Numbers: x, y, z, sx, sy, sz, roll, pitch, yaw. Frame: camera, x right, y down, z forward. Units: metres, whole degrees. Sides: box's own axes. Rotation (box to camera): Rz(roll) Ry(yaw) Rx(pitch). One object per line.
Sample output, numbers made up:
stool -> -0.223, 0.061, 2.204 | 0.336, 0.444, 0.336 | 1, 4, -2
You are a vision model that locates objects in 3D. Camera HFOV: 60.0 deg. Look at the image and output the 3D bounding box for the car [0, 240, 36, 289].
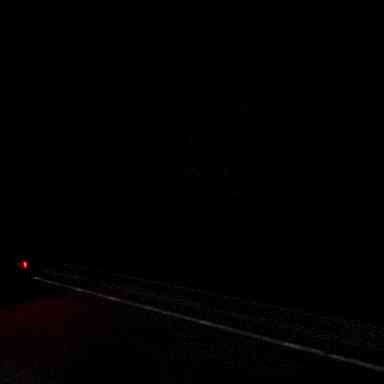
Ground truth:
car -> -5.850, 1.607, 7.914 | 4.718, 1.301, 1.895 | 0, 0, 34
